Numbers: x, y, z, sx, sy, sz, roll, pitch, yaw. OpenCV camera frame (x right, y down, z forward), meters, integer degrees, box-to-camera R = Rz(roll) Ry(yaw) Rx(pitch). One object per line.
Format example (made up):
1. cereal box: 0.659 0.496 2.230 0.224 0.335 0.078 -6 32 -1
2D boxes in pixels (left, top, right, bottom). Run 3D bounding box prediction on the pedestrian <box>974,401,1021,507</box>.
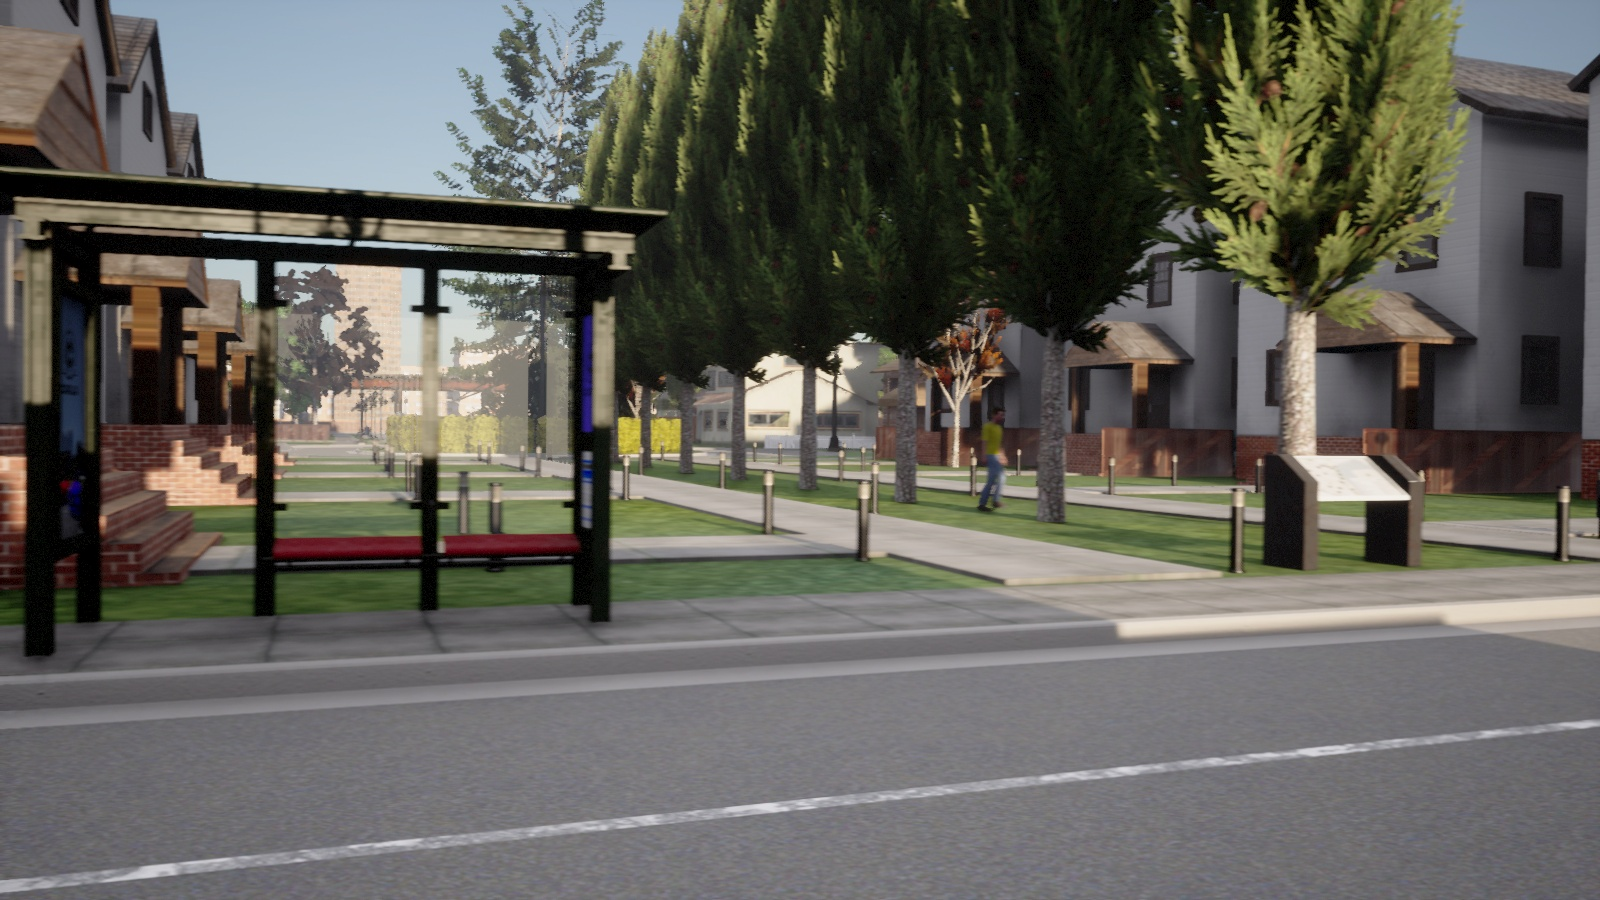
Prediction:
1. pedestrian: 3.450 0.065 21.929 0.706 1.836 0.354 0 1 33
